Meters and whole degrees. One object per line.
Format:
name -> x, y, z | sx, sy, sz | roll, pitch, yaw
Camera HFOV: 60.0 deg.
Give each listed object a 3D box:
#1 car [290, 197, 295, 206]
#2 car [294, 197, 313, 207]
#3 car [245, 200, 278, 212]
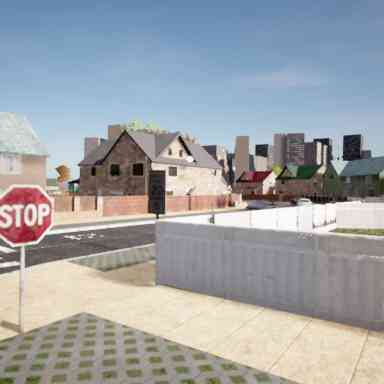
car -> 16.402, 1.506, 51.131 | 2.128, 1.511, 4.902 | 1, 0, 7
car -> 13.960, 1.567, 41.140 | 1.812, 1.442, 4.674 | 1, 1, 20
car -> 7.120, 1.496, 33.487 | 2.033, 1.411, 5.357 | 2, 1, 32
